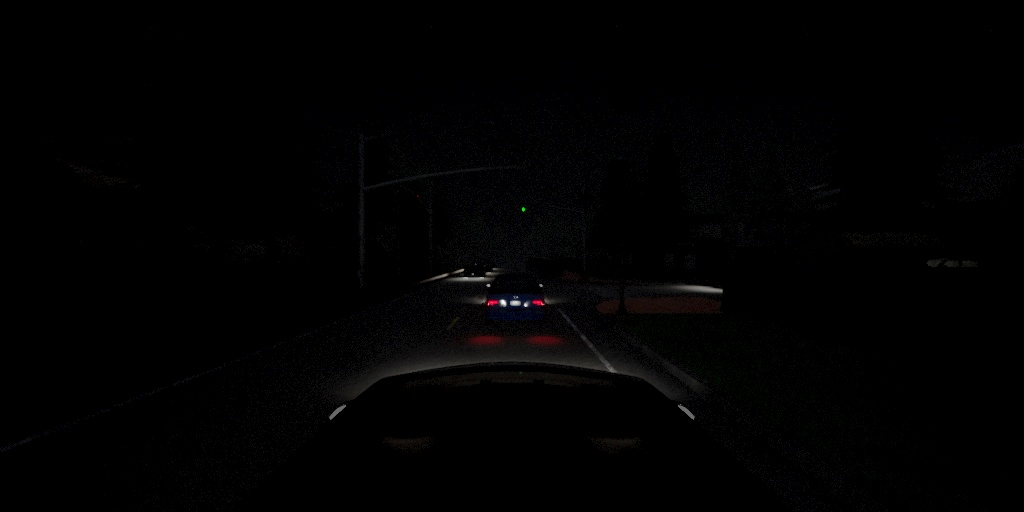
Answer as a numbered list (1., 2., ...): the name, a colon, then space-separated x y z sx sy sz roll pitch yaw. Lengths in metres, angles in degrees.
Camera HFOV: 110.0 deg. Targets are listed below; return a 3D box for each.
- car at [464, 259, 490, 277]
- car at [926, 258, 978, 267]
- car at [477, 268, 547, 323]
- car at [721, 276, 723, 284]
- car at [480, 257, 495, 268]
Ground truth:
1. car: -3.593 1.279 35.557 2.033 1.411 5.357 0 0 0
2. car: 26.525 1.119 22.044 5.566 2.045 2.150 0 0 13
3. car: 0.093 1.292 12.008 2.033 1.411 5.357 0 0 0
4. car: 16.313 1.422 23.481 4.674 1.442 1.812 0 0 5
5. car: -3.591 1.078 45.402 2.097 1.767 4.553 0 0 0
